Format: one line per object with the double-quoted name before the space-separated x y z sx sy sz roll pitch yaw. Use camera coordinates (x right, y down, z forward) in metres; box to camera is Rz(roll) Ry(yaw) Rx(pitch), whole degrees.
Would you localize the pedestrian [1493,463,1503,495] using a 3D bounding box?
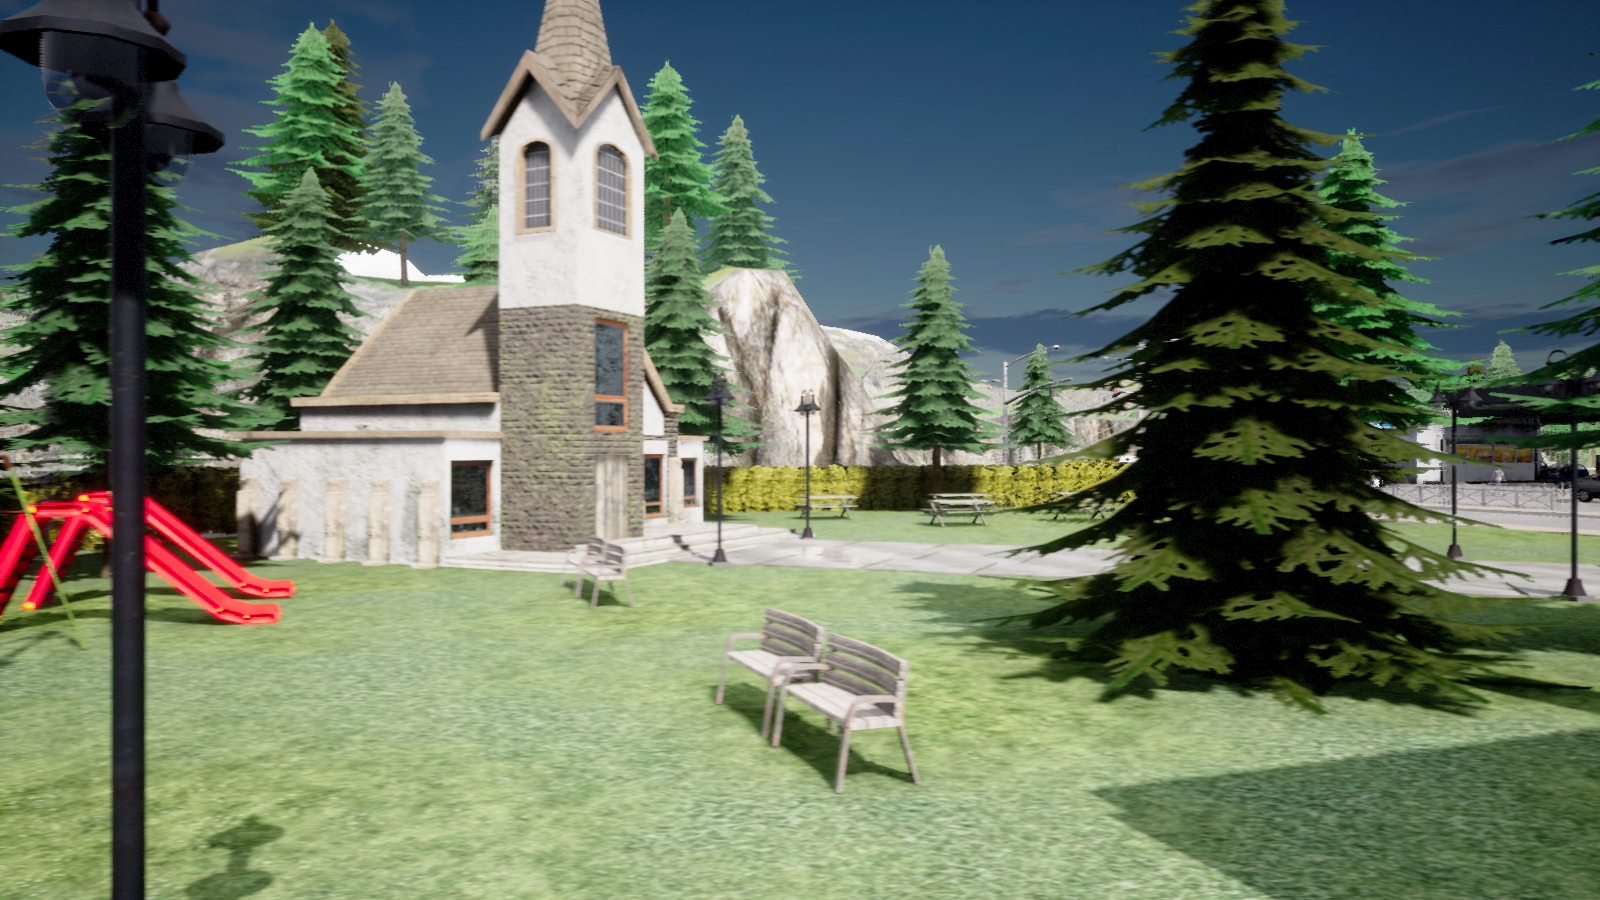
"pedestrian" 40.502 1.693 66.312 0.375 1.860 0.375 0 0 -21
